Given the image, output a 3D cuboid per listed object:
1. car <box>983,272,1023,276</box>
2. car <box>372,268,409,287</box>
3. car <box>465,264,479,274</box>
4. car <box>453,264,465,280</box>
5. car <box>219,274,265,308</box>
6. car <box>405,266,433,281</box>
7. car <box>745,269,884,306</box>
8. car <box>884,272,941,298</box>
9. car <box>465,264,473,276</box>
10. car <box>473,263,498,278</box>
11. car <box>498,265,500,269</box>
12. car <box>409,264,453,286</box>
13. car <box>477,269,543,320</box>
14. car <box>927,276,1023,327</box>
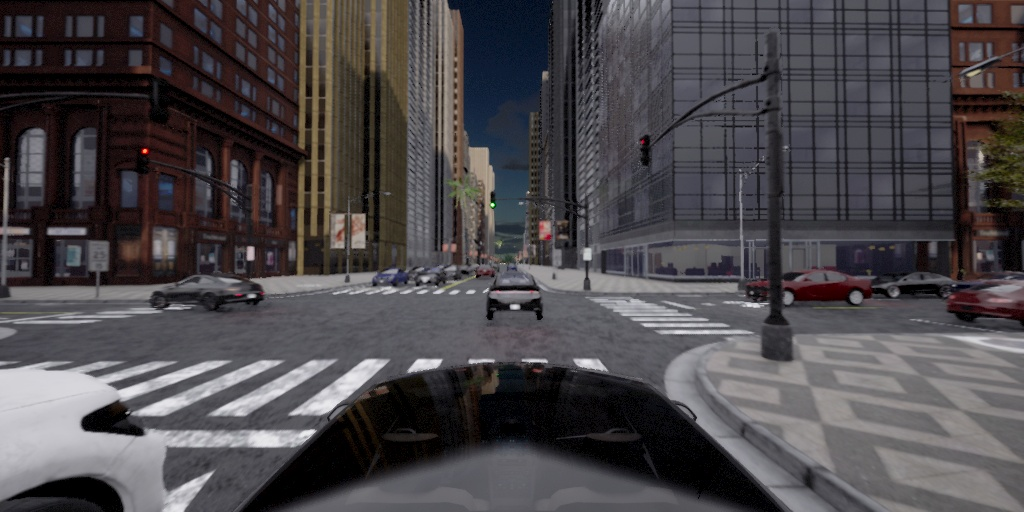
[{"bbox_3d":[23.178,1.468,16.360,4.718,1.301,1.895,0,-1,-1],"label":"car"},{"bbox_3d":[-9.849,1.685,29.444,1.812,1.442,4.674,0,-1,0],"label":"car"},{"bbox_3d":[-6.529,2.151,59.199,1.837,1.490,4.892,0,-1,0],"label":"car"},{"bbox_3d":[-6.593,1.832,38.819,1.812,1.442,4.674,0,-1,0],"label":"car"},{"bbox_3d":[-12.776,1.479,15.154,4.674,1.442,1.812,-1,-2,15],"label":"car"},{"bbox_3d":[-9.843,1.825,38.366,1.812,1.442,4.674,0,-1,0],"label":"car"},{"bbox_3d":[13.261,1.375,16.215,5.008,1.535,1.882,0,-1,-2],"label":"car"},{"bbox_3d":[20.818,1.495,19.070,4.313,1.339,1.948,0,0,-1],"label":"car"},{"bbox_3d":[-6.524,2.070,48.730,1.895,1.301,4.718,0,-1,0],"label":"car"},{"bbox_3d":[-3.171,1.743,44.016,2.097,1.767,4.553,0,-1,0],"label":"car"},{"bbox_3d":[-3.244,2.102,65.290,2.097,1.767,4.553,0,-1,1],"label":"car"},{"bbox_3d":[-6.609,1.655,29.721,2.128,1.511,4.902,0,-1,0],"label":"car"},{"bbox_3d":[0.089,1.378,13.342,2.128,1.511,4.902,0,-1,0],"label":"car"},{"bbox_3d":[15.313,1.354,10.457,4.207,1.307,1.802,0,0,-1],"label":"car"}]
